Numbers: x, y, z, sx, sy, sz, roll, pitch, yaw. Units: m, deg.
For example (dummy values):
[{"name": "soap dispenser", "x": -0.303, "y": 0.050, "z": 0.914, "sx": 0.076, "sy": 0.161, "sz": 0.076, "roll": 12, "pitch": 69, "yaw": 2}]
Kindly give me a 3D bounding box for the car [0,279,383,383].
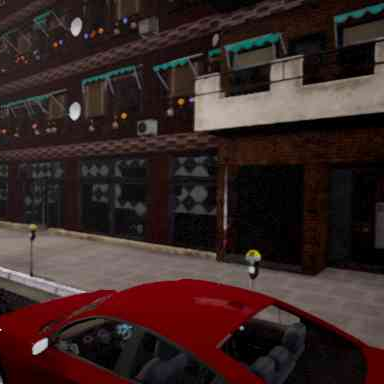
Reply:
[{"name": "car", "x": -0.263, "y": 1.530, "z": 3.048, "sx": 4.507, "sy": 1.381, "sz": 1.887, "roll": 1, "pitch": 1, "yaw": 36}]
